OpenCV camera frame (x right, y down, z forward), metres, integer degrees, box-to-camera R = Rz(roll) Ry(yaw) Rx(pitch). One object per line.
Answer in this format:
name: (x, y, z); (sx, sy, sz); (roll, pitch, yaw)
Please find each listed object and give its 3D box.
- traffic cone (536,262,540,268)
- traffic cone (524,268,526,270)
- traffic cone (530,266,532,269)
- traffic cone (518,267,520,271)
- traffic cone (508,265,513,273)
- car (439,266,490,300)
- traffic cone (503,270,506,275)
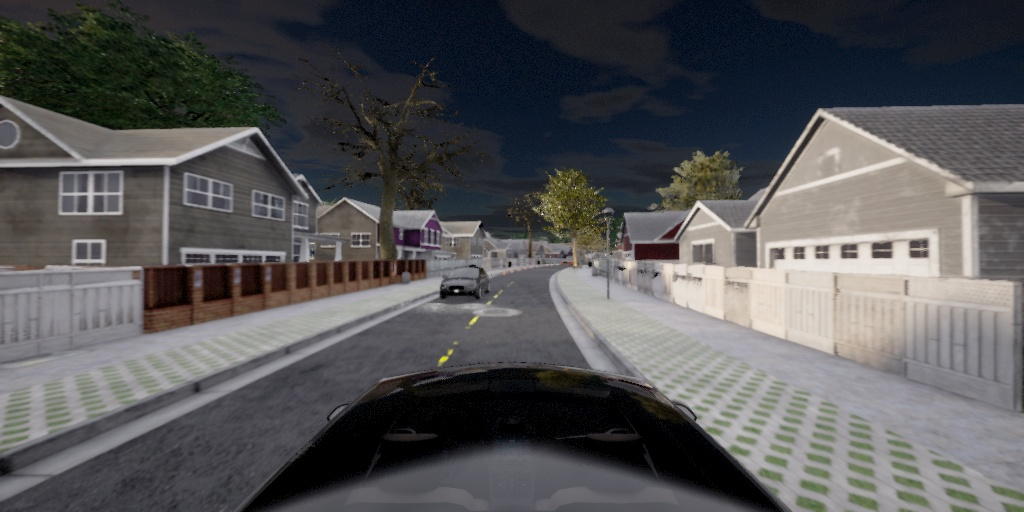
traffic cone: (4.355, 1.834, 64.020); (0.340, 0.580, 0.340); (0, 0, 15)
traffic cone: (1.964, 1.796, 54.204); (0.340, 0.580, 0.340); (0, 0, 13)
traffic cone: (3.109, 1.814, 59.125); (0.340, 0.580, 0.340); (0, 0, 14)
traffic cone: (0.921, 1.781, 49.263); (0.340, 0.580, 0.340); (0, 0, 11)
traffic cone: (-0.021, 1.767, 44.300); (0.340, 0.580, 0.340); (0, 0, 10)
car: (-2.218, 1.262, 17.864); (1.837, 1.490, 4.892); (0, 0, 4)
traffic cone: (-0.861, 1.755, 39.318); (0.340, 0.580, 0.340); (0, 0, 9)
